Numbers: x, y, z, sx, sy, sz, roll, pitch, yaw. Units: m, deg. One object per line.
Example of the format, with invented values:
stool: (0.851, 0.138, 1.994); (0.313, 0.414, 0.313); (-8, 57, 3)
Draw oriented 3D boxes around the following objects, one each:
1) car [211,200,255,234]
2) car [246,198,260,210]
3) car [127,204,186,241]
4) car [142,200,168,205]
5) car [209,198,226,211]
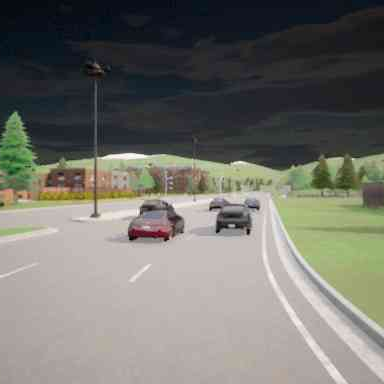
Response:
car: (2.461, 1.430, 18.885); (1.837, 1.490, 4.892); (0, 0, 12)
car: (7.182, 1.405, 40.161); (1.994, 1.385, 4.181); (0, 0, 13)
car: (-1.603, 1.500, 16.357); (1.994, 1.385, 4.181); (0, 0, 11)
car: (-2.858, 1.398, 27.382); (1.837, 1.490, 4.892); (0, 0, 12)
car: (3.161, 1.397, 38.252); (2.033, 1.411, 5.357); (0, 0, 13)
